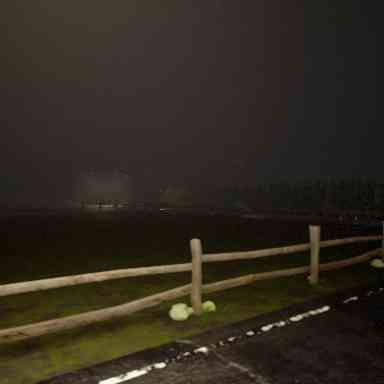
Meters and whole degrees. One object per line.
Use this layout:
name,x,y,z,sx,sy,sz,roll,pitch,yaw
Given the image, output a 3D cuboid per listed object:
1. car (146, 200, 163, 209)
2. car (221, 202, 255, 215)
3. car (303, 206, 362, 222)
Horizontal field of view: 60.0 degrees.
car,-6.546,2.076,56.678,1.837,1.490,4.892,0,-1,-35
car,5.415,1.915,39.725,1.812,1.442,4.674,0,0,-35
car,12.512,1.889,29.744,1.895,1.301,4.718,0,0,-36
